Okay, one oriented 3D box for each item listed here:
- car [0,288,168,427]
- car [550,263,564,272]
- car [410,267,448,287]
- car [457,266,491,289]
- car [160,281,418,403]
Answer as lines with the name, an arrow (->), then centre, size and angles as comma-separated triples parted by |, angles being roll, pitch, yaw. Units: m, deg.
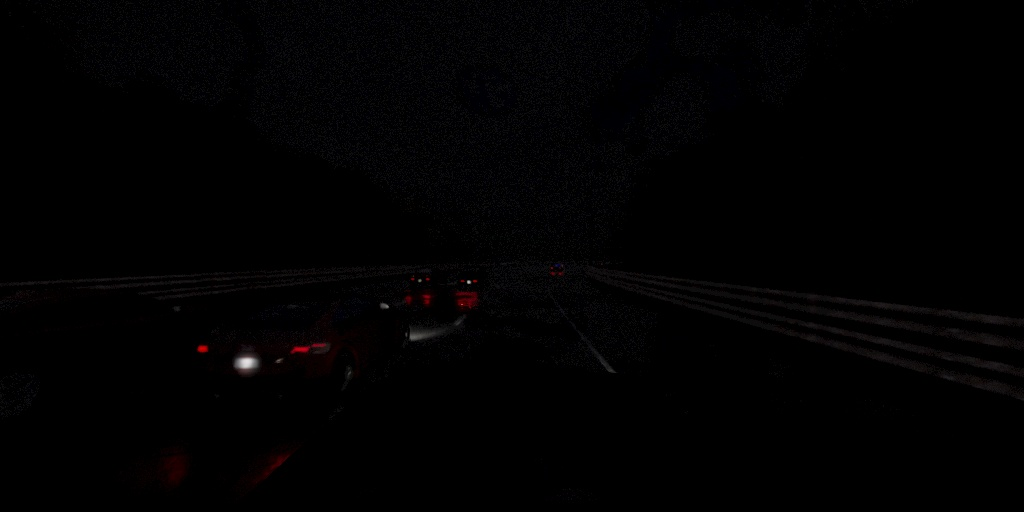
car -> -6.855, 1.245, 5.684 | 1.882, 1.535, 5.008 | 0, -1, 1
car -> 7.204, 1.945, 57.813 | 1.895, 1.301, 4.718 | 0, -1, 10
car -> -6.106, 1.504, 26.606 | 1.812, 1.442, 4.674 | 0, -1, 4
car -> -2.665, 1.482, 25.708 | 1.837, 1.490, 4.892 | 0, -1, 3
car -> -3.342, 1.349, 6.558 | 1.994, 1.385, 4.181 | 0, -1, 1
